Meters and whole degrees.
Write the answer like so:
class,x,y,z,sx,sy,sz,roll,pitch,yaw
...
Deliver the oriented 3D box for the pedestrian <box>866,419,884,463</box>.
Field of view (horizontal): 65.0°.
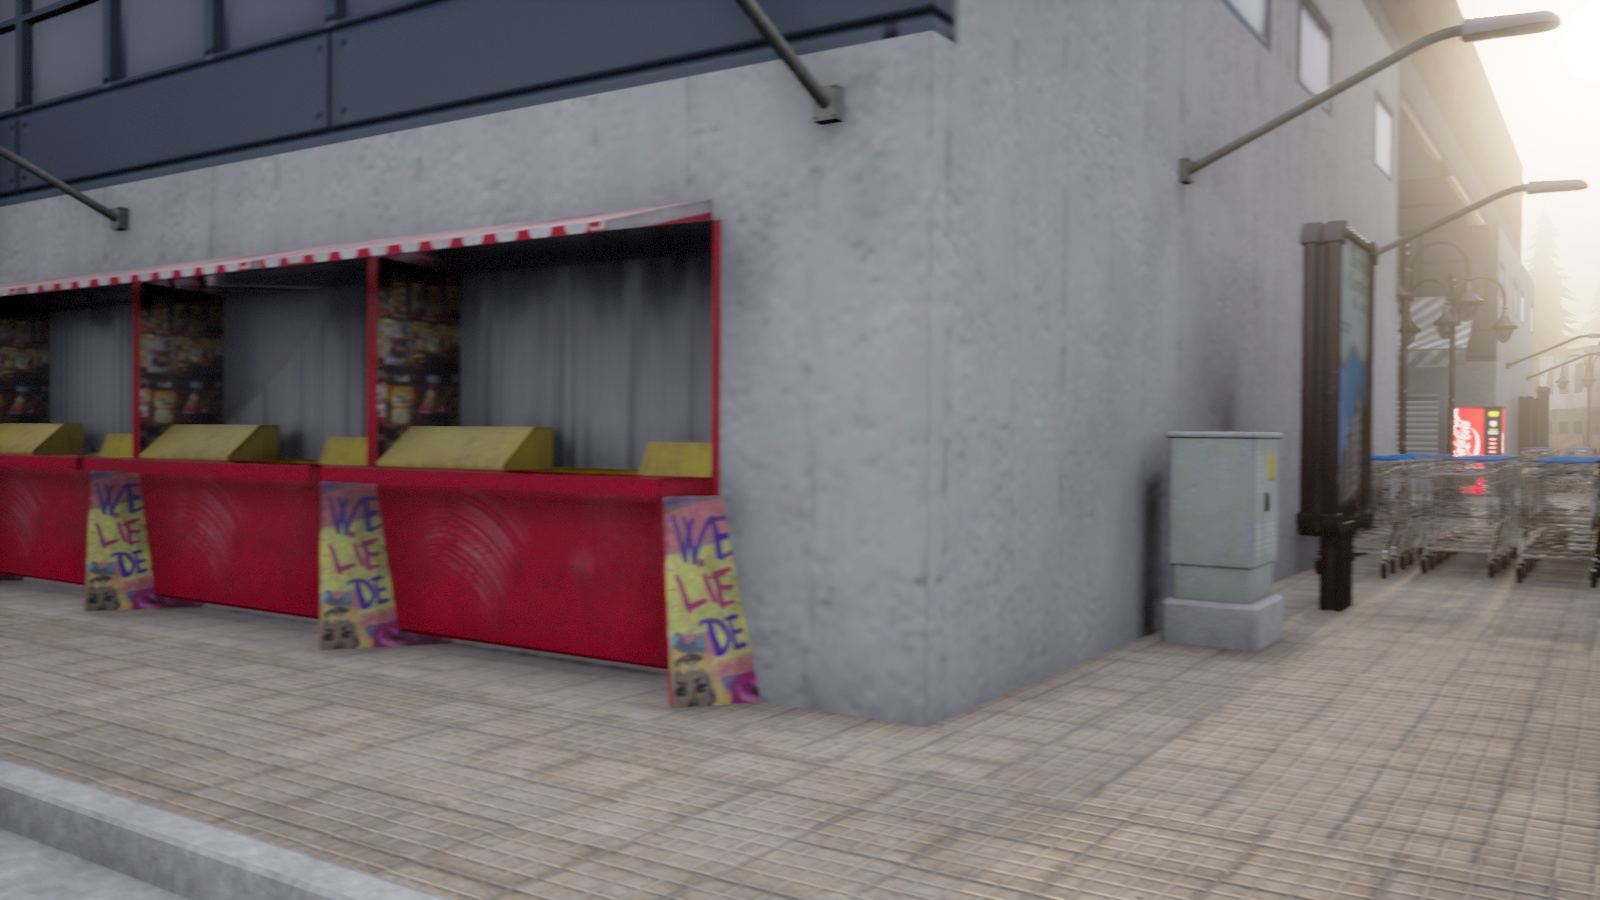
class,x,y,z,sx,sy,sz,roll,pitch,yaw
pedestrian,3.311,-0.396,55.570,0.692,1.930,0.395,0,1,32
